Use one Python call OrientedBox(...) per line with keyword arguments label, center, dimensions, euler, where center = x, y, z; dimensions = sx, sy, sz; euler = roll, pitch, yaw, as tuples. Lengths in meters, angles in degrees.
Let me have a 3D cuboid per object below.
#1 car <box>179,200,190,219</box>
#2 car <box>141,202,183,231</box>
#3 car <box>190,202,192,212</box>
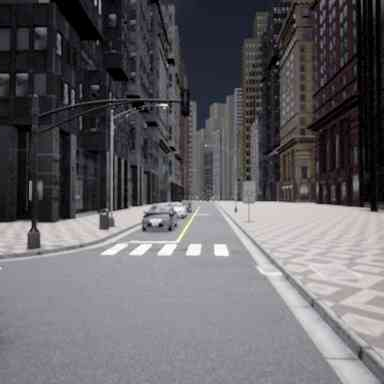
OrientedBox(label="car", center=(-1.527, 1.711, 31.391), dimensions=(1.812, 1.442, 4.674), euler=(0, 0, 3))
OrientedBox(label="car", center=(-1.996, 1.609, 21.577), dimensions=(2.128, 1.511, 4.902), euler=(0, 0, 3))
OrientedBox(label="car", center=(-0.970, 1.773, 41.659), dimensions=(1.837, 1.490, 4.892), euler=(0, 0, 3))
